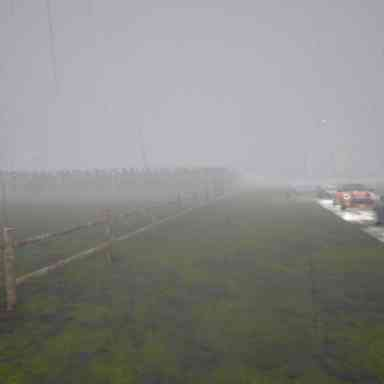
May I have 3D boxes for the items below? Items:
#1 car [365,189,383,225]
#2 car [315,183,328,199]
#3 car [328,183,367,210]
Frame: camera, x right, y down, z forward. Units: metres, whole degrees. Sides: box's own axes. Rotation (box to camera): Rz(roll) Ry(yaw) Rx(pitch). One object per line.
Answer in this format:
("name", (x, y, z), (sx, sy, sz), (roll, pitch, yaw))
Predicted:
("car", (8.601, 0.775, 13.077), (1.837, 1.490, 4.892), (-1, 2, 14))
("car", (13.648, -0.179, 33.617), (2.128, 1.511, 4.902), (-1, 3, 14))
("car", (10.917, 0.191, 22.520), (2.097, 1.767, 4.553), (-1, 2, 14))
